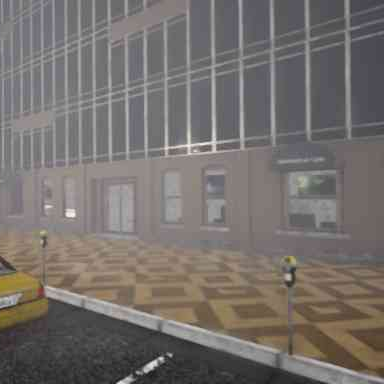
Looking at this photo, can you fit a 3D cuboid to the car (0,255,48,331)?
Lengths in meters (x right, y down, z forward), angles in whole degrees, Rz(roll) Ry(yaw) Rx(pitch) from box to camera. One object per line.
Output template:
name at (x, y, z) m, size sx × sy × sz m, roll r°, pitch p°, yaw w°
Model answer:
car at (-4.604, 1.586, 6.164) m, size 4.829 × 1.417 × 1.752 m, roll -1°, pitch -1°, yaw 36°
